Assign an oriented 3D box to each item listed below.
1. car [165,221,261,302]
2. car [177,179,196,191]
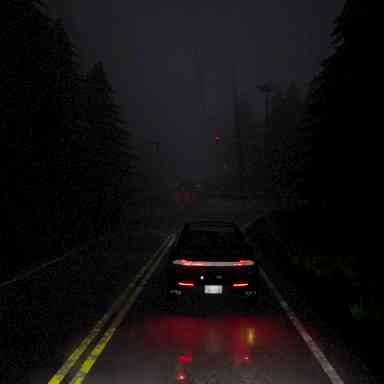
[{"bbox_3d":[0.449,1.466,8.186,2.128,1.511,4.902,0,0,2],"label":"car"},{"bbox_3d":[-0.694,-1.069,45.238,1.812,1.442,4.674,1,9,14],"label":"car"}]
